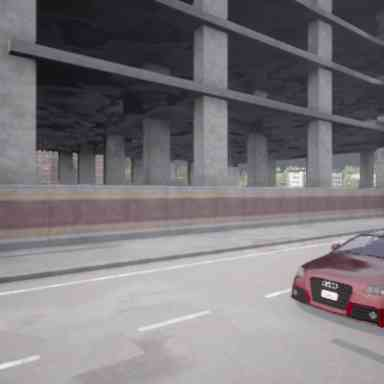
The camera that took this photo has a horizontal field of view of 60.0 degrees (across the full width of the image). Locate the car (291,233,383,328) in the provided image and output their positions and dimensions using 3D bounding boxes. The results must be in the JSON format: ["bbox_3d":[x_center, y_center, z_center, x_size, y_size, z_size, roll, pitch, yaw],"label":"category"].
[{"bbox_3d":[3.966,1.567,6.793,4.181,1.385,1.994,0,0,-35],"label":"car"}]
